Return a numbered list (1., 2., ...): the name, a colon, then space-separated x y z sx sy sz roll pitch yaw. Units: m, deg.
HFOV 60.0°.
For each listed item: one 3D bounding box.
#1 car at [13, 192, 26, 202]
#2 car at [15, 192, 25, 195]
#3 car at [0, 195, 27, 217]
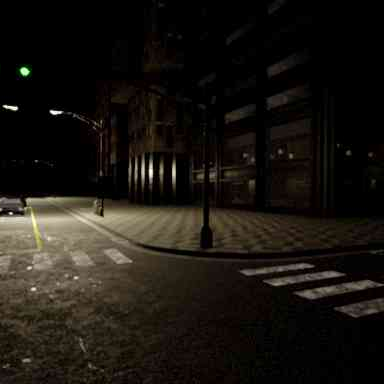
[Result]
1. car: -29.196 0.829 56.334 1.837 1.490 4.892 0 0 -26
2. car: -21.229 1.079 40.320 1.994 1.385 4.181 0 0 -26
3. car: -14.899 1.210 27.596 2.033 1.411 5.357 0 0 -26
